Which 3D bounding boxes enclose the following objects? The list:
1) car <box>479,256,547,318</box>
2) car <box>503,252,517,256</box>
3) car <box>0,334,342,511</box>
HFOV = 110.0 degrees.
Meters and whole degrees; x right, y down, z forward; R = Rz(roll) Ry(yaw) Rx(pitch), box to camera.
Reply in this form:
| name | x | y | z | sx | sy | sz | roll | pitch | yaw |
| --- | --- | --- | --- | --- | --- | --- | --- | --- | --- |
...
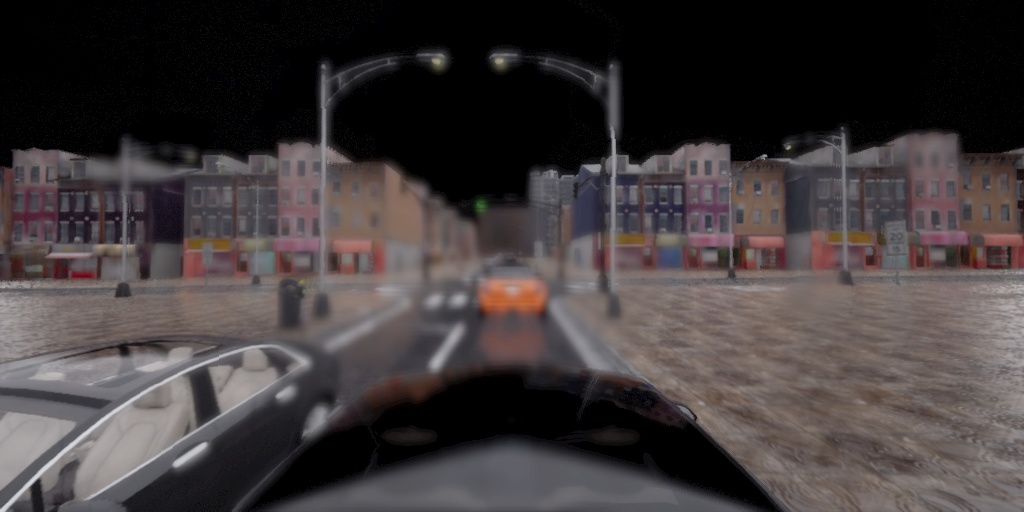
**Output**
| name | x | y | z | sx | sy | sz | roll | pitch | yaw |
| --- | --- | --- | --- | --- | --- | --- | --- | --- | --- |
| car | 0.045 | 1.016 | 12.704 | 2.097 | 1.767 | 4.553 | 0 | 0 | 0 |
| car | -0.004 | 0.522 | 62.606 | 2.150 | 2.045 | 5.566 | 0 | 1 | 1 |
| car | -2.637 | 1.298 | 2.107 | 2.007 | 1.370 | 4.403 | 0 | 0 | 0 |
